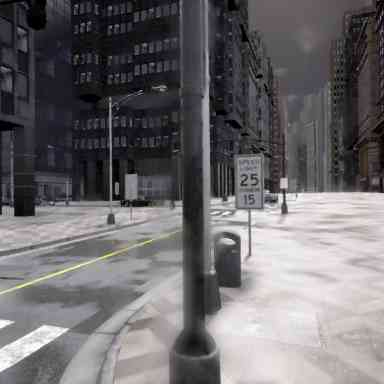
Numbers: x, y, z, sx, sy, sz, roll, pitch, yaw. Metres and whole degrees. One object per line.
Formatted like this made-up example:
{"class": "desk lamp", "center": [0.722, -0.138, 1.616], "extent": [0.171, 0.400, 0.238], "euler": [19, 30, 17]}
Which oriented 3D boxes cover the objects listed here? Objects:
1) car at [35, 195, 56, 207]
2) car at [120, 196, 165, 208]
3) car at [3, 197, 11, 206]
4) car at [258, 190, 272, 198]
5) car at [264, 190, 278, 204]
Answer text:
{"class": "car", "center": [-18.998, 1.156, 40.541], "extent": [4.902, 1.511, 2.128], "euler": [0, 0, 19]}
{"class": "car", "center": [-5.259, 1.131, 35.659], "extent": [4.718, 1.301, 1.895], "euler": [-1, 0, 23]}
{"class": "car", "center": [-27.450, 1.327, 46.803], "extent": [4.181, 1.385, 1.994], "euler": [0, 0, 19]}
{"class": "car", "center": [14.603, 0.411, 66.634], "extent": [2.128, 1.511, 4.902], "euler": [-1, 1, 19]}
{"class": "car", "center": [10.307, 0.829, 43.788], "extent": [1.895, 1.301, 4.718], "euler": [-1, 1, 18]}
